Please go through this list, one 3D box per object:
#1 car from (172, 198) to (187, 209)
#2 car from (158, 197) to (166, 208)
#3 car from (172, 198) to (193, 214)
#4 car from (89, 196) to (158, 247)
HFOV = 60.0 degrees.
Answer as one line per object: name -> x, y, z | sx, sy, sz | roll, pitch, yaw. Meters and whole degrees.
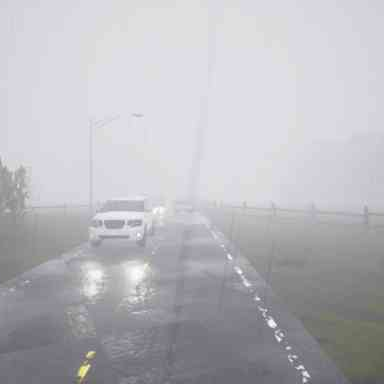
car -> -1.738, 1.545, 46.187 | 1.837, 1.490, 4.892 | 0, 0, -5
car -> -4.867, 1.535, 48.272 | 2.128, 1.511, 4.902 | 0, 0, -5
car -> -0.997, 1.626, 36.284 | 1.895, 1.301, 4.718 | 0, 0, -4
car -> -3.006, 1.226, 15.370 | 2.150, 2.045, 5.566 | 0, 0, -1
